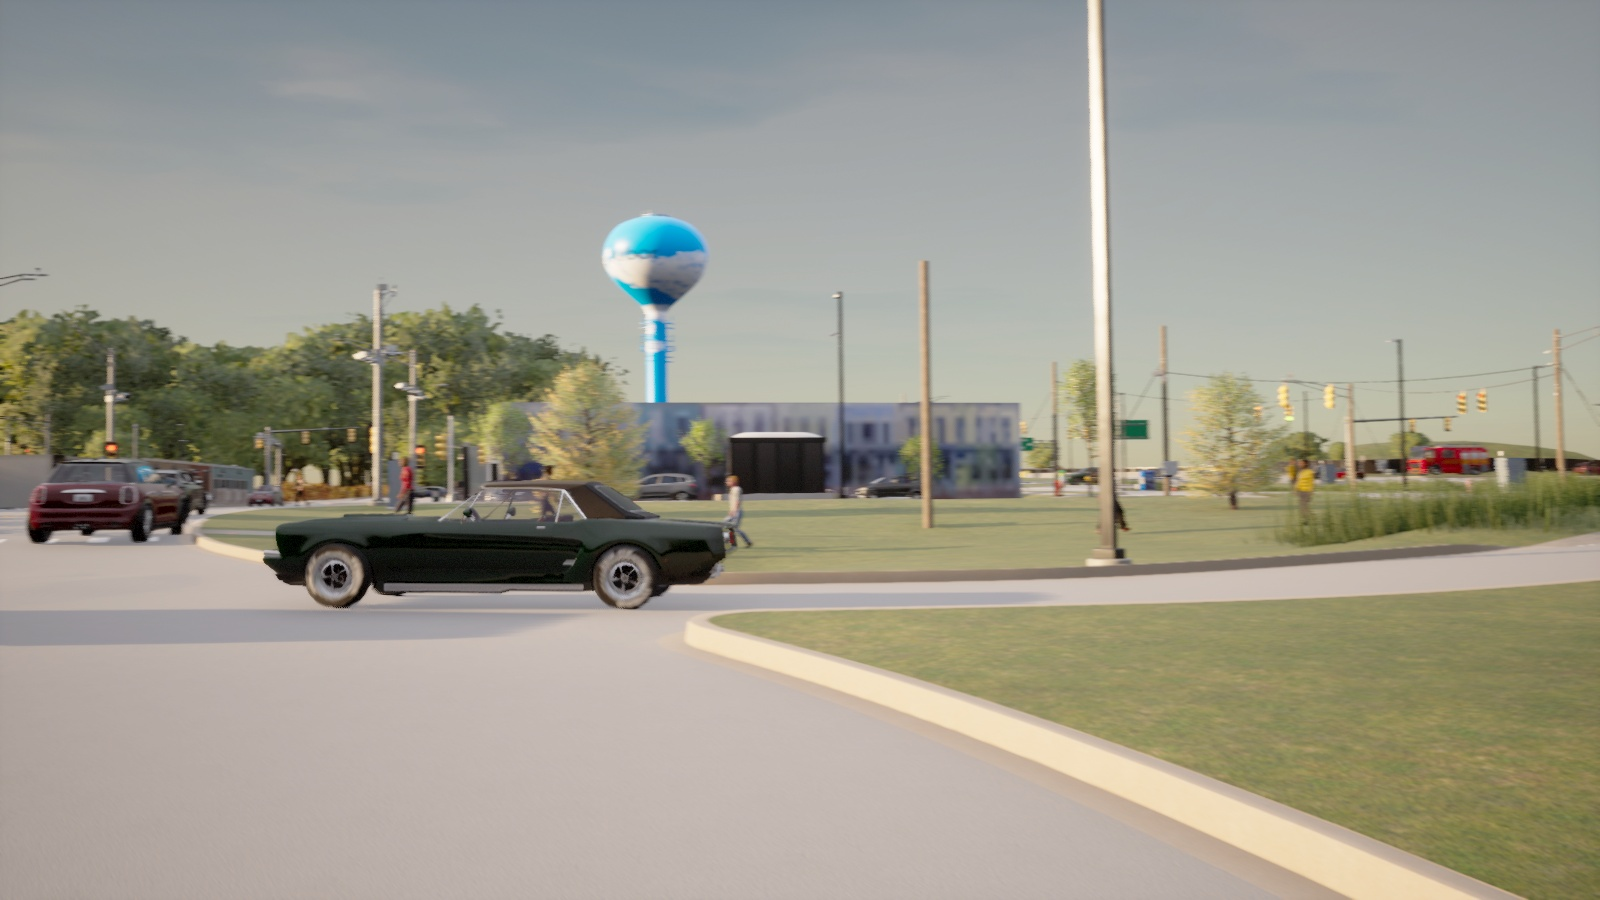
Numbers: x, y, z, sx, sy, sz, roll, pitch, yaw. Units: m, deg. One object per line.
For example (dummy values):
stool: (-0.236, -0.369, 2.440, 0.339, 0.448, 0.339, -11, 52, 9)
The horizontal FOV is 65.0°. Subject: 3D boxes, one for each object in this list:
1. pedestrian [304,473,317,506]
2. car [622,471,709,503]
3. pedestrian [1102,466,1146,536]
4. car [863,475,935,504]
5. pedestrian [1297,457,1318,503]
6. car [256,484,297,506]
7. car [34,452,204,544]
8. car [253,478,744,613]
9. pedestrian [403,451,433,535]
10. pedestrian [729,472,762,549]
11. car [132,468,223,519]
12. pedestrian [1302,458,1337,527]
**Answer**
pedestrian: (-27.748, 2.251, 71.206, 0.594, 1.836, 0.345, 0, -2, -6)
car: (-7.353, 2.040, 68.303, 4.611, 1.667, 2.242, 0, -2, -8)
pedestrian: (8.615, 1.353, 33.420, 0.899, 1.844, 0.634, 0, -2, -10)
car: (5.534, 2.224, 70.193, 3.705, 1.549, 1.789, 0, -3, -8)
pedestrian: (20.504, 1.236, 50.774, 0.431, 1.840, 0.709, 0, -2, -9)
car: (-36.328, 3.142, 87.209, 1.845, 1.501, 3.633, 0, -2, -9)
car: (-14.263, 0.964, 26.609, 2.097, 1.767, 4.553, 0, -1, -14)
car: (-3.018, 0.975, 13.310, 4.718, 1.301, 1.895, 0, -2, 2)
pedestrian: (-8.569, 0.963, 28.157, 0.636, 1.846, 0.331, 0, -3, -16)
pedestrian: (-1.316, 1.449, 30.324, 0.706, 1.836, 0.354, 0, -3, -15)
car: (-19.430, 1.320, 39.362, 1.816, 1.474, 4.193, 0, -1, -16)
pedestrian: (14.032, 1.140, 33.920, 0.709, 1.840, 0.431, 0, -3, -15)
